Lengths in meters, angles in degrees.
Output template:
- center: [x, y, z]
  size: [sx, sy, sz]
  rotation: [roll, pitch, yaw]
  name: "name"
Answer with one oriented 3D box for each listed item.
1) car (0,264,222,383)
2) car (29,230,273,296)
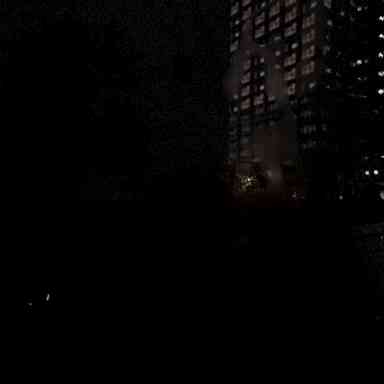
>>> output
- center: [-2.154, 1.597, 2.148]
  size: [4.718, 1.301, 1.895]
  rotation: [0, 0, -35]
  name: "car"
- center: [-0.600, 1.573, 7.245]
  size: [5.357, 1.411, 2.033]
  rotation: [1, 0, -36]
  name: "car"
